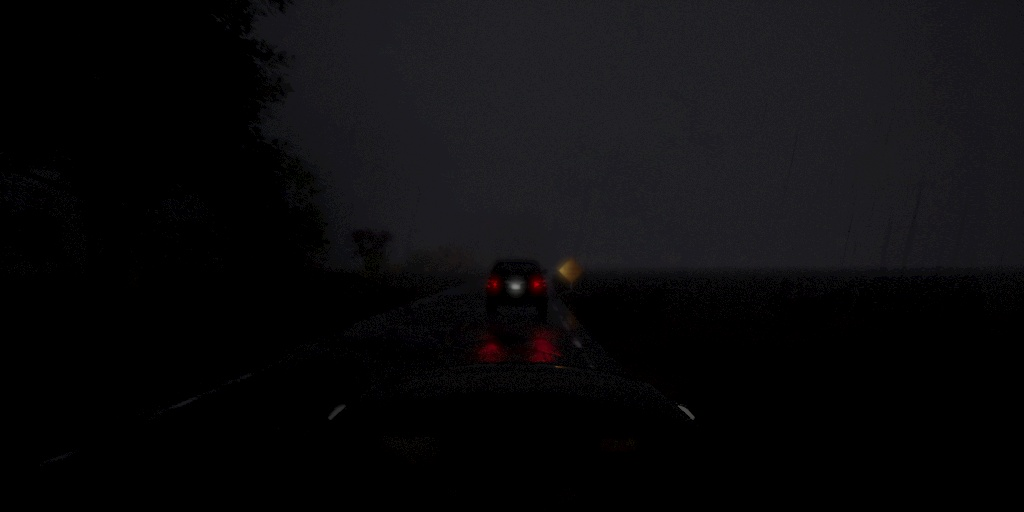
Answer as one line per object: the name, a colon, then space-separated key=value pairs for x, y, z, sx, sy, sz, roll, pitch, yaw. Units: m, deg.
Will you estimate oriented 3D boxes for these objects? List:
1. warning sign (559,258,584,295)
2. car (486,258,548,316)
warning sign: x=3.121 y=1.040 z=18.796 sx=1.300 sy=1.860 sz=1.060 roll=0 pitch=0 yaw=3
car: x=0.255 y=1.105 z=14.306 sx=2.150 sy=2.045 sz=5.566 roll=0 pitch=0 yaw=3
